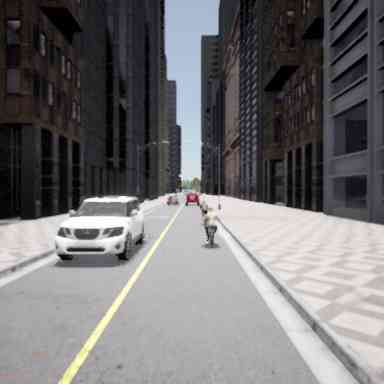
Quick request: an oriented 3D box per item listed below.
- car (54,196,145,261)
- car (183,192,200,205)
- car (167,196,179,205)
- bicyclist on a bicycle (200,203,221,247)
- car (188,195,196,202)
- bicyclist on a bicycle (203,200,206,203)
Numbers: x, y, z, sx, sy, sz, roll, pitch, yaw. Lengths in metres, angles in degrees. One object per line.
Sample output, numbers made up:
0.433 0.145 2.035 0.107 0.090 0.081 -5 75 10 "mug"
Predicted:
-3.104 1.192 12.444 2.150 2.045 5.566 0 0 0 "car"
0.081 1.084 55.008 2.150 2.045 5.566 0 0 0 "car"
-3.076 1.388 54.071 1.812 1.442 4.674 0 0 0 "car"
0.800 1.403 13.709 0.866 1.612 1.509 0 0 0 "bicyclist on a bicycle"
-0.016 1.397 74.217 1.895 1.301 4.718 0 0 0 "car"
0.823 1.399 22.384 0.582 1.620 1.656 0 0 0 "bicyclist on a bicycle"
